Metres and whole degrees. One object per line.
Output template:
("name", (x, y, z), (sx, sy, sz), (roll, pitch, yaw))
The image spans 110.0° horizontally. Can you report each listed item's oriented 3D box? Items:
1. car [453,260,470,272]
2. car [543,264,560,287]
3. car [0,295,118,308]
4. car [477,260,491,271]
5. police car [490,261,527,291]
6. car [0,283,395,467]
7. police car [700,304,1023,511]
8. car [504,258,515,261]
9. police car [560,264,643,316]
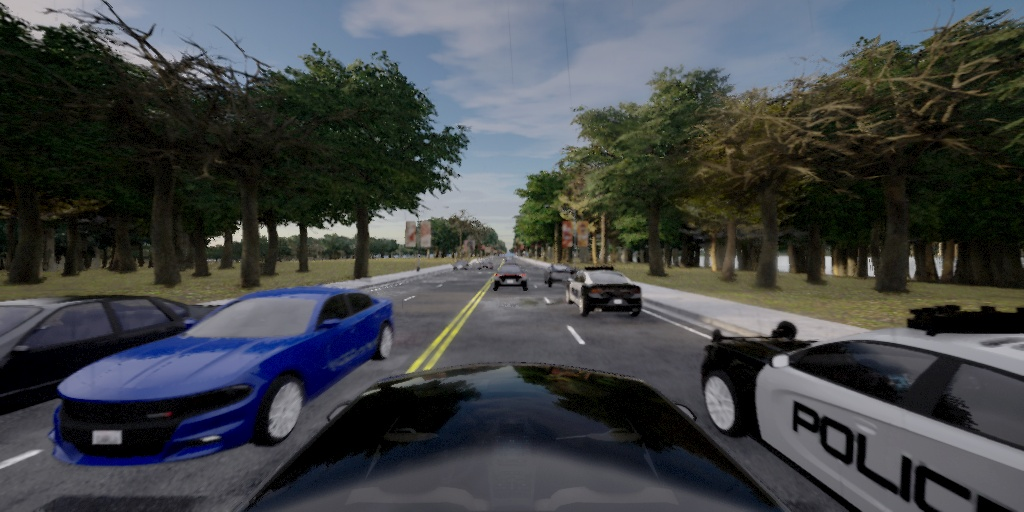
("car", (-6.713, 1.256, 47.815), (2.128, 1.511, 4.902), (0, 0, -1))
("car", (3.198, 1.270, 24.462), (2.128, 1.511, 4.902), (0, 0, 0))
("car", (-6.602, 1.305, 5.149), (2.033, 1.411, 5.357), (0, 0, 0))
("car", (-3.463, 1.223, 47.845), (1.994, 1.385, 4.181), (0, 0, -1))
("police car", (-0.090, 1.280, 22.589), (2.038, 1.542, 4.974), (0, 0, 0))
("car", (-3.354, 1.235, 5.465), (1.882, 1.535, 5.008), (0, 0, 0))
("police car", (3.251, 1.176, 2.550), (1.930, 1.638, 5.238), (0, 0, 0))
("car", (-0.203, 1.260, 56.525), (2.033, 1.411, 5.357), (0, 0, -1))
("police car", (3.236, 1.193, 13.561), (1.930, 1.638, 5.238), (0, 0, 0))
